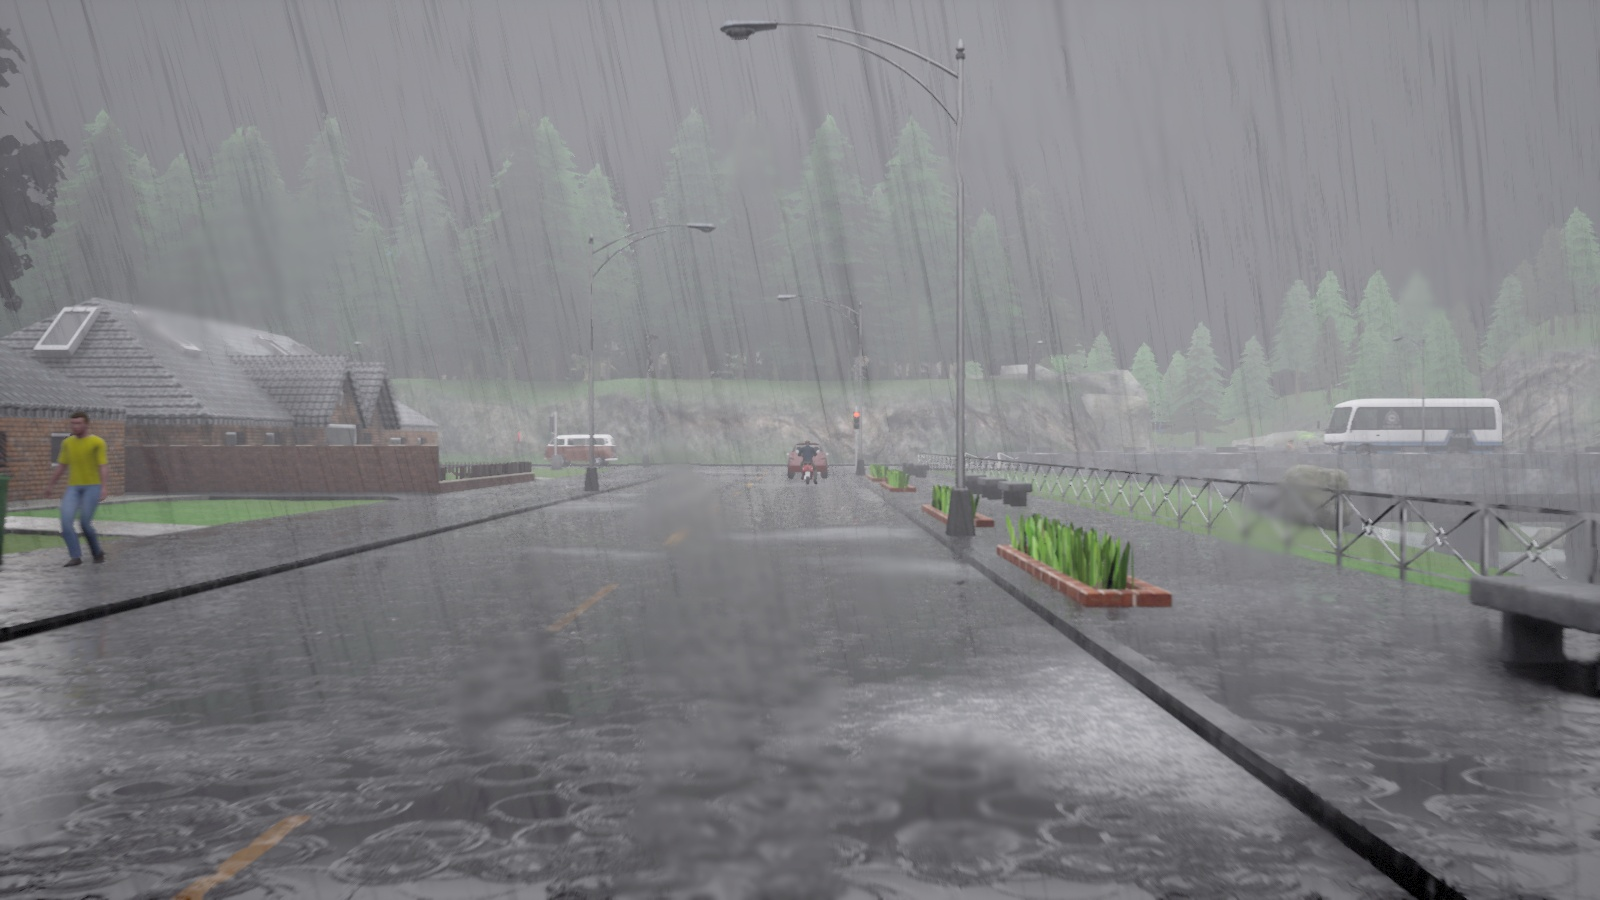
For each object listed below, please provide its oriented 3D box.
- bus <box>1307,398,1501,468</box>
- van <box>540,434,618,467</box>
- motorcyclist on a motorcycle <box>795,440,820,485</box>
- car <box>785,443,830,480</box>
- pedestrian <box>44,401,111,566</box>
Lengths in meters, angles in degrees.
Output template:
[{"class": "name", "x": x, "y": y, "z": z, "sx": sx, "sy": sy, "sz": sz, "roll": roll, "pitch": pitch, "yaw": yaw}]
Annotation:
[{"class": "bus", "x": 37.850, "y": -1.045, "z": 78.972, "sx": 10.273, "sy": 4.253, "sz": 3.944, "roll": 0, "pitch": 0, "yaw": 0}, {"class": "van", "x": -13.909, "y": 0.012, "z": 79.229, "sx": 4.480, "sy": 2.038, "sz": 2.069, "roll": 0, "pitch": 0, "yaw": 2}, {"class": "motorcyclist on a motorcycle", "x": 0.275, "y": 0.446, "z": 45.124, "sx": 0.866, "sy": 1.590, "sz": 1.817, "roll": 0, "pitch": 0, "yaw": 0}, {"class": "car", "x": 0.321, "y": 0.461, "z": 53.203, "sx": 1.845, "sy": 1.501, "sz": 3.633, "roll": 0, "pitch": 0, "yaw": 0}, {"class": "pedestrian", "x": -8.189, "y": 0.369, "z": 14.255, "sx": 0.354, "sy": 1.836, "sz": 0.706, "roll": 0, "pitch": 0, "yaw": -1}]
